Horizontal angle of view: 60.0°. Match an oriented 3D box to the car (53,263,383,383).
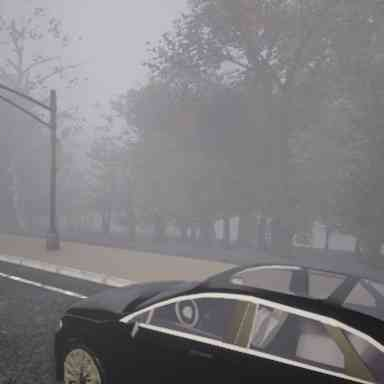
[{"bbox_3d":[0.607,1.502,3.251,4.902,1.511,2.128,0,0,35],"label":"car"}]
